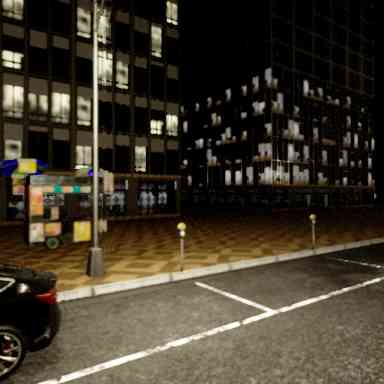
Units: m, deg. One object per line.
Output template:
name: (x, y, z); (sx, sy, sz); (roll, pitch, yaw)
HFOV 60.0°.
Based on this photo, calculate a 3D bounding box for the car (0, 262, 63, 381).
car: (-3.790, 1.567, 3.857); (4.313, 1.339, 1.947); (0, 0, -35)
